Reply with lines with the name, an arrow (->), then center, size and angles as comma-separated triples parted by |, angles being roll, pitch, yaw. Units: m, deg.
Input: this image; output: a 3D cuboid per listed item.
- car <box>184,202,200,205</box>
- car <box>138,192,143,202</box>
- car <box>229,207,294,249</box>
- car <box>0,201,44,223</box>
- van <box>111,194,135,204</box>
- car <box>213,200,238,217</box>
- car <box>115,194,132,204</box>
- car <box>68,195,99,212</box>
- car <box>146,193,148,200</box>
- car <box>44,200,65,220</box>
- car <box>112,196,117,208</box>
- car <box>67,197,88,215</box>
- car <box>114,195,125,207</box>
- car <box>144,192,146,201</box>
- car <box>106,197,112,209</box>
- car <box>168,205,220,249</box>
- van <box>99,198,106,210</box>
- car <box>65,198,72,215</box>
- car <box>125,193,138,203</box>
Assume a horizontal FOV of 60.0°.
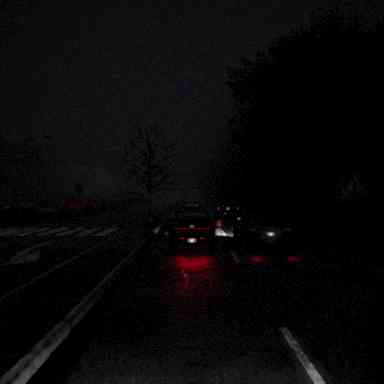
car -> 0.000, 1.624, 29.655 | 1.812, 1.442, 4.674 | 0, 0, 0
car -> -13.838, 1.328, 69.516 | 5.566, 2.045, 2.435 | -1, 0, -20
car -> 3.000, 1.589, 14.652 | 1.994, 1.385, 4.181 | 0, 0, 0
car -> -13.882, 1.591, 24.740 | 4.674, 1.452, 2.002 | -1, 0, -20
van -> -13.756, 1.375, 66.563 | 4.442, 1.987, 1.878 | -1, 0, -20
car -> 3.000, 1.457, 29.627 | 2.097, 1.767, 4.553 | 0, 0, 0
car -> -13.861, 1.682, 60.550 | 4.674, 1.452, 2.002 | -1, 1, -20
car -> -13.850, 1.523, 39.665 | 4.553, 1.767, 2.185 | -1, 0, -20
car -> -13.847, 1.528, 81.433 | 4.674, 1.452, 2.002 | -1, 1, -20
car -> -13.712, 1.564, 27.788 | 5.366, 1.575, 1.946 | -1, -1, -20
car -> -13.898, 1.706, 48.596 | 4.792, 1.488, 2.163 | -1, 0, -20
car -> -13.708, 1.606, 33.755 | 5.366, 1.575, 1.946 | -1, -1, -20
car -> -13.698, 1.668, 51.666 | 5.366, 1.575, 1.946 | -1, 0, -20
car -> -13.826, 1.385, 78.460 | 4.553, 1.767, 2.185 | -1, 1, -20
car -> -13.869, 1.710, 45.624 | 4.674, 1.452, 2.002 | -1, 0, -20
car -> 0.000, 1.533, 14.653 | 1.837, 1.490, 4.892 | 0, 0, 0
van -> -13.771, 1.436, 42.693 | 4.442, 1.987, 1.878 | -1, -1, -20
car -> -13.909, 1.620, 30.693 | 4.792, 1.488, 2.163 | -1, 0, -20
car -> -13.892, 1.374, 63.520 | 5.566, 2.045, 2.435 | -1, 1, -20
